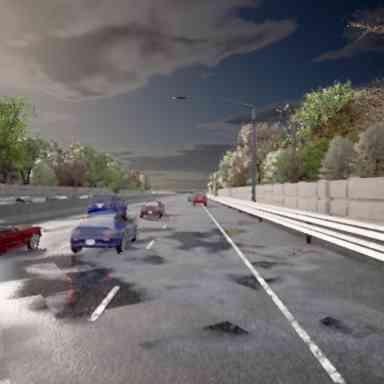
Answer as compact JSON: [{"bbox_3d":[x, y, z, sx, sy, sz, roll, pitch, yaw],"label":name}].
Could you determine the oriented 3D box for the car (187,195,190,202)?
[{"bbox_3d":[-0.029,1.392,70.851,2.128,1.511,4.902,0,0,0],"label":"car"}]

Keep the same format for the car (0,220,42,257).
[{"bbox_3d":[-6.904,1.583,11.182,1.895,1.301,4.718,0,0,0],"label":"car"}]

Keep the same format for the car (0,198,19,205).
[{"bbox_3d":[-21.098,1.448,38.930,1.837,1.490,4.892,0,0,0],"label":"car"}]

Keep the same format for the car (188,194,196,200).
[{"bbox_3d":[-0.034,1.305,86.809,1.994,1.385,4.181,0,0,0],"label":"car"}]

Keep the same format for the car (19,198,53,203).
[{"bbox_3d":[-17.600,1.420,38.729,1.882,1.535,5.008,0,0,0],"label":"car"}]

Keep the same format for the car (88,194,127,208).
[{"bbox_3d":[-6.915,1.179,27.645,2.150,2.045,5.566,0,0,0],"label":"car"}]

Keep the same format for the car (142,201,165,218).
[{"bbox_3d":[-3.412,1.481,29.536,1.812,1.442,4.674,0,0,0],"label":"car"}]

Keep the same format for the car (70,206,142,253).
[{"bbox_3d":[-3.405,1.504,13.442,1.812,1.442,4.674,0,0,0],"label":"car"}]

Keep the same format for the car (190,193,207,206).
[{"bbox_3d":[1.203,1.160,52.367,2.150,2.045,5.566,0,0,0],"label":"car"}]
